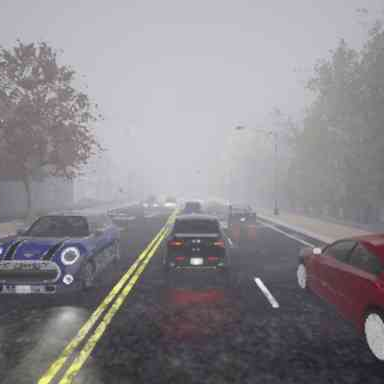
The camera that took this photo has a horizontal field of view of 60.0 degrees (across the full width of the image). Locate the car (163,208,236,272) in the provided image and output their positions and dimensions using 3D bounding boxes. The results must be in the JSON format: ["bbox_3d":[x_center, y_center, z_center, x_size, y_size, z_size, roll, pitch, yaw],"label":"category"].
[{"bbox_3d":[0.128,1.471,10.694,1.837,1.490,4.892,0,0,0],"label":"car"}]

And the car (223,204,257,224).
[{"bbox_3d":[3.354,1.529,24.331,1.895,1.301,4.718,0,0,0],"label":"car"}]

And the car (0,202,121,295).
[{"bbox_3d":[-3.323,1.321,8.814,2.097,1.767,4.553,0,0,0],"label":"car"}]

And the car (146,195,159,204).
[{"bbox_3d":[-6.914,1.301,58.142,1.882,1.535,5.008,0,0,-1],"label":"car"}]

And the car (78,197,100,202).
[{"bbox_3d":[-20.474,1.600,66.223,4.313,1.339,1.947,-1,1,-1],"label":"car"}]

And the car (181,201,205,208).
[{"bbox_3d":[0.068,1.443,26.851,1.812,1.442,4.674,0,0,-1],"label":"car"}]

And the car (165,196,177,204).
[{"bbox_3d":[-3.665,1.406,58.375,1.994,1.385,4.181,0,0,-1],"label":"car"}]

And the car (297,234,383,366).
[{"bbox_3d":[3.349,1.463,5.754,1.882,1.535,5.008,0,0,0],"label":"car"}]
